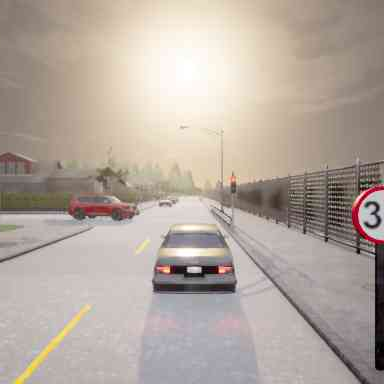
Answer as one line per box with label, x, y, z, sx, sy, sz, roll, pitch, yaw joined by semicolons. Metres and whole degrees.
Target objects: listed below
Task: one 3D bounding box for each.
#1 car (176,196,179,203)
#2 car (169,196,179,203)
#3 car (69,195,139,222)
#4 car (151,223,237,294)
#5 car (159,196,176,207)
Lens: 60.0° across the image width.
car;-3.979;1.478;61.606;1.882;1.535;5.008;0;0;0
car;-3.901;1.553;71.610;1.994;1.385;4.181;0;0;0
car;-7.010;1.224;26.380;5.566;2.045;2.150;0;-1;15
car;0.066;1.547;8.921;2.033;1.411;5.357;0;0;1
car;-4.025;1.547;51.761;2.033;1.411;5.357;0;0;0
